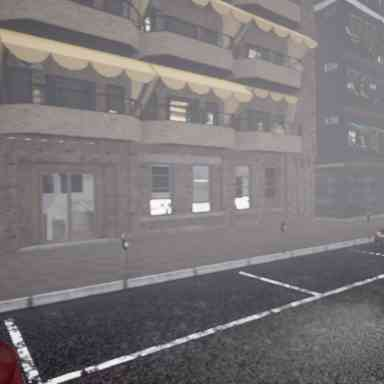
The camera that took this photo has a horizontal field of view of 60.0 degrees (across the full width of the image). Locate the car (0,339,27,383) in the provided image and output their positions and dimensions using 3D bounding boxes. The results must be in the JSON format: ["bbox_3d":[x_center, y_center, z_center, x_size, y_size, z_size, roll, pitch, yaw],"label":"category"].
[{"bbox_3d":[-3.093,1.541,1.160,4.674,1.442,1.812,-1,0,-36],"label":"car"}]

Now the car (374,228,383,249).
[{"bbox_3d":[8.672,1.474,12.721,4.206,1.307,1.802,-1,0,-36],"label":"car"}]
